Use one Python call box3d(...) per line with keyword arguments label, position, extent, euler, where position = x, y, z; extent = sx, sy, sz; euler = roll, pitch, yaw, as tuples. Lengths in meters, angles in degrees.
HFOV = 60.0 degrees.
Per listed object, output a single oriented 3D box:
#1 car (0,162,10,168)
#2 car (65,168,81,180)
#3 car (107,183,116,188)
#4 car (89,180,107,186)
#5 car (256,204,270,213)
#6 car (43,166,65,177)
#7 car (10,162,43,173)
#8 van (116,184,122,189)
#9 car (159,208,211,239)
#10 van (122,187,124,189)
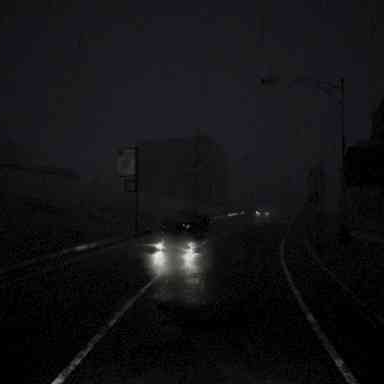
box3d(label="car", position=(-21.088, -2.856, 33.299), extent=(2.002, 1.452, 4.674), euler=(0, -3, 11))
box3d(label="car", position=(-18.708, -2.299, 49.787), extent=(2.435, 2.045, 5.566), euler=(0, -3, 7))
box3d(label="car", position=(-17.394, -0.969, 66.272), extent=(2.002, 1.452, 4.674), euler=(0, -4, 3))
box3d(label="car", position=(-17.729, -1.338, 60.752), extent=(2.002, 1.452, 4.674), euler=(0, -4, 4))
box3d(label="car", position=(12.336, 2.809, 57.800), extent=(1.812, 1.442, 4.674), euler=(-1, -2, 19))
box3d(label="car", position=(-19.402, -2.480, 44.221), extent=(2.185, 1.767, 4.553), euler=(0, -3, 8))
box3d(label="car", position=(-20.200, -2.639, 38.643), extent=(2.231, 1.521, 4.892), euler=(0, -3, 9))
box3d(label="van", position=(-17.134, -0.833, 71.942), extent=(1.878, 1.987, 4.442), euler=(0, -4, 3))
box3d(label="car", position=(-0.263, 1.695, 18.986), extent=(1.882, 1.535, 5.008), euler=(-1, -1, 17))
box3d(label="van", position=(-17.023, -0.421, 77.464), extent=(1.878, 1.987, 4.442), euler=(0, -4, 1))
